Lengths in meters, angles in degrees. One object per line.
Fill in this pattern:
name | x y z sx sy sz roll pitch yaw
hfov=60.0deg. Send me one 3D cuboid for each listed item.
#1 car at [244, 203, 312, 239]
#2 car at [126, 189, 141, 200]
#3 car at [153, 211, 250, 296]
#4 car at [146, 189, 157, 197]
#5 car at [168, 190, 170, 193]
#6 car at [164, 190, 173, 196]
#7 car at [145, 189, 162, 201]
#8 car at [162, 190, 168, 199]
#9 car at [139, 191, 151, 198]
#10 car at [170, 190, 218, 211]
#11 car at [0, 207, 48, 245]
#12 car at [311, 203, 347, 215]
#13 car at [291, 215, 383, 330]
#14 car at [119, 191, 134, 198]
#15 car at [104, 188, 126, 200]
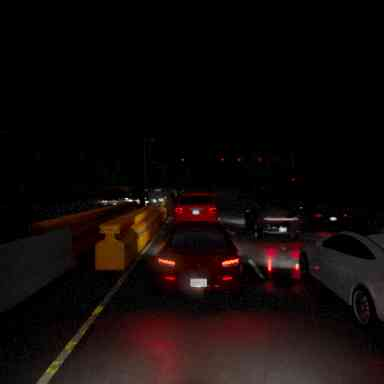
car | 3.694 1.280 15.876 2.128 1.511 4.902 0 1 0
car | -10.104 0.681 60.325 1.994 1.385 4.181 0 1 1
car | 0.141 1.430 8.264 1.812 1.442 4.674 0 1 0
car | -9.866 0.165 80.618 2.097 1.767 4.553 0 1 0
car | -6.407 0.240 75.679 2.097 1.767 4.553 0 1 0
car | -6.284 0.192 90.399 2.033 1.411 5.357 0 1 0
car | -6.647 0.702 56.397 1.812 1.442 4.674 0 1 1
car | -6.526 0.526 65.679 2.128 1.511 4.902 0 1 1
car | -9.952 0.517 70.401 1.994 1.385 4.181 0 1 0
car | 0.204 0.981 17.861 2.150 2.045 5.566 0 1 1
car | -7.038 1.349 12.340 1.837 1.490 4.892 0 0 0
car | 7.219 1.306 18.961 1.994 1.385 4.181 0 1 0
car | 3.629 1.454 6.628 1.812 1.442 4.674 0 1 0
car | -13.468 0.533 68.500 2.033 1.411 5.357 0 1 0
car | -13.636 0.373 58.039 2.150 2.045 5.566 0 1 1
